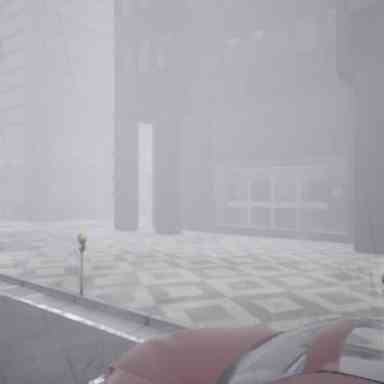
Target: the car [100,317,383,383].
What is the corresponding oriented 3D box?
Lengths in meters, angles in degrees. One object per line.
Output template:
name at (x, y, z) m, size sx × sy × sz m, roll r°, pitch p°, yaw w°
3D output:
car at (1.115, 1.583, 2.165) m, size 4.206 × 1.307 × 1.802 m, roll 0°, pitch 0°, yaw 35°
